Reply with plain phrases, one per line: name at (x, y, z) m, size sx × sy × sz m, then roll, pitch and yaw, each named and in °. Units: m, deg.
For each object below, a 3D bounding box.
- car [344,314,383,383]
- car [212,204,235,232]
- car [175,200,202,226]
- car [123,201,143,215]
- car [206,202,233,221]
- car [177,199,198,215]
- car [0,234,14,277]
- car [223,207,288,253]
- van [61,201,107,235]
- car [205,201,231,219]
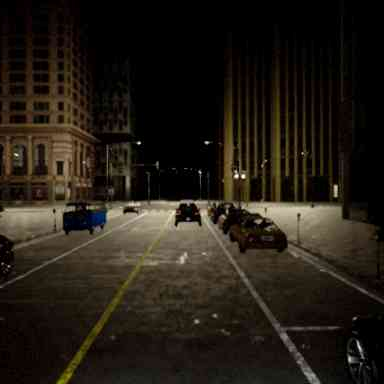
car at (2.740, 1.560, 2.289) m, size 1.947 × 1.339 × 4.313 m, roll 0°, pitch 0°, yaw -1°
car at (2.463, 1.590, 19.209) m, size 2.008 × 1.369 × 4.403 m, roll 0°, pitch 0°, yaw -1°
car at (-0.283, 1.589, 24.047) m, size 1.812 × 1.442 × 4.674 m, roll 0°, pitch 0°, yaw -1°
car at (-6.338, 1.669, 35.989) m, size 2.008 × 1.369 × 4.403 m, roll 0°, pitch 0°, yaw -1°
car at (2.370, 1.493, 24.850) m, size 1.967 × 1.590 × 4.097 m, roll 0°, pitch 0°, yaw -1°
car at (-0.490, 1.582, 35.820) m, size 2.128 × 1.511 × 4.902 m, roll 0°, pitch 0°, yaw -1°
car at (-5.876, 1.615, 7.789) m, size 1.947 × 1.339 × 4.313 m, roll 0°, pitch 0°, yaw -1°
car at (2.553, 1.551, 13.740) m, size 1.752 × 1.417 × 4.829 m, roll 0°, pitch 0°, yaw -1°
van at (-6.062, 1.420, 19.069) m, size 1.690 × 1.788 × 3.998 m, roll 0°, pitch 0°, yaw -1°
car at (2.279, 1.616, 30.490) m, size 2.008 × 1.369 × 4.403 m, roll 0°, pitch 0°, yaw -1°
